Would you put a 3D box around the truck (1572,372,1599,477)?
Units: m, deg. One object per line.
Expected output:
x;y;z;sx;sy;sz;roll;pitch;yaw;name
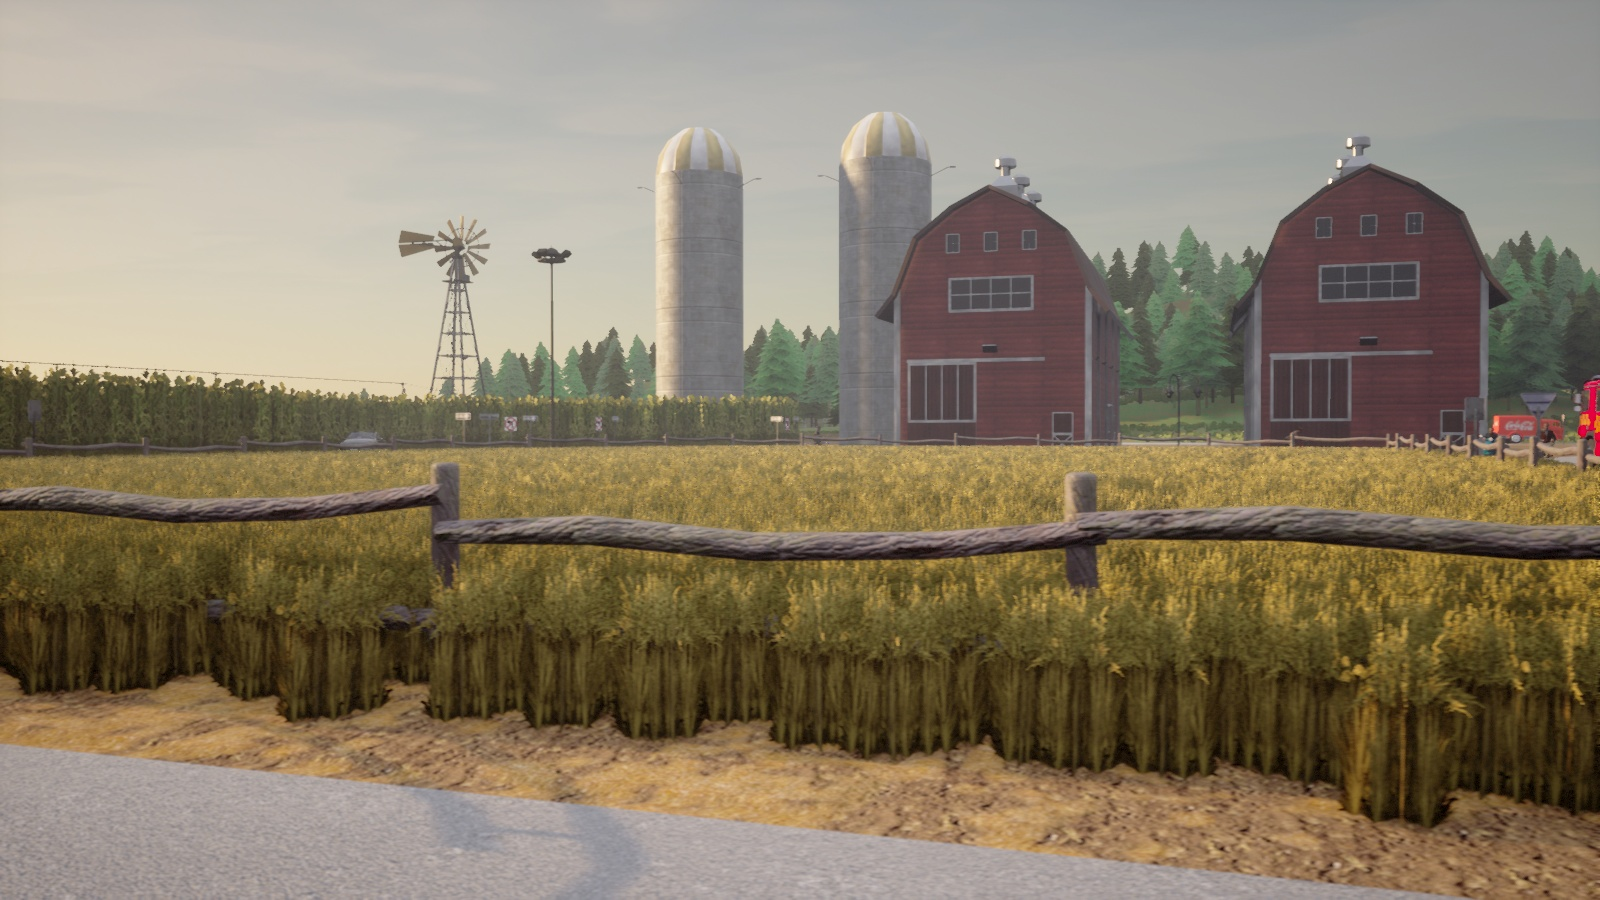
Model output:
30.182;-0.906;44.519;2.891;3.827;8.468;1;1;19;truck

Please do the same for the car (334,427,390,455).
-24.175;-0.521;69.514;2.128;1.511;4.902;0;1;-9;car
